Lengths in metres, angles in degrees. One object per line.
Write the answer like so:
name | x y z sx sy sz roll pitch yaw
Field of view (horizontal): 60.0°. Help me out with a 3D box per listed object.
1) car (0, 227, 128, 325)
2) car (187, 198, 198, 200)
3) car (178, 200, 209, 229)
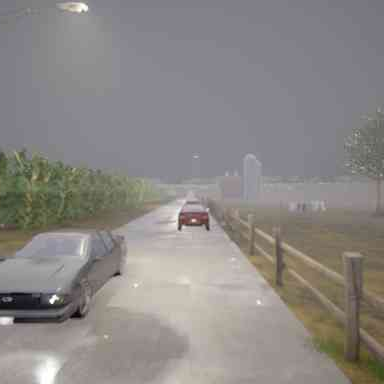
car | -2.799 1.557 7.664 2.033 1.411 5.357 0 0 1
car | 0.099 1.490 43.580 1.882 1.535 5.008 0 0 0
car | 0.098 1.496 21.548 1.882 1.535 5.008 0 0 0
